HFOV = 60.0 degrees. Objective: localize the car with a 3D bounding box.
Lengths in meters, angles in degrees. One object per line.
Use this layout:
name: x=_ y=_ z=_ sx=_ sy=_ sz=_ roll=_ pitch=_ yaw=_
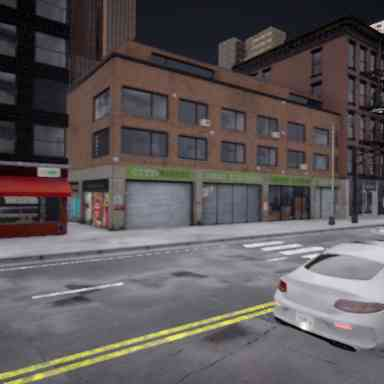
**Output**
car: x=3.437 y=1.605 z=5.882 sx=4.674 sy=1.442 sz=1.812 roll=1 pitch=0 yaw=-35
